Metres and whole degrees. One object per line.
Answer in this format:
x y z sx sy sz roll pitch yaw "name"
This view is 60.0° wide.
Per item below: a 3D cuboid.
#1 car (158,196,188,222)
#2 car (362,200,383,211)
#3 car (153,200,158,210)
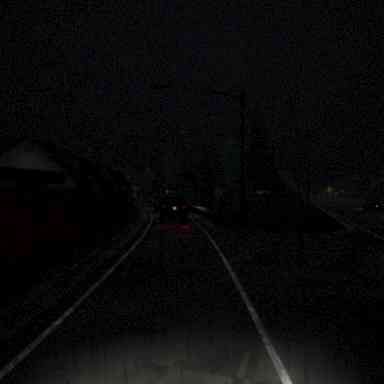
-1.599 1.365 28.187 2.150 2.045 5.566 0 0 -6 "car"
23.476 1.740 43.061 1.994 1.385 4.181 0 0 18 "car"
-4.366 1.805 47.214 1.994 1.385 4.181 0 0 -10 "car"
